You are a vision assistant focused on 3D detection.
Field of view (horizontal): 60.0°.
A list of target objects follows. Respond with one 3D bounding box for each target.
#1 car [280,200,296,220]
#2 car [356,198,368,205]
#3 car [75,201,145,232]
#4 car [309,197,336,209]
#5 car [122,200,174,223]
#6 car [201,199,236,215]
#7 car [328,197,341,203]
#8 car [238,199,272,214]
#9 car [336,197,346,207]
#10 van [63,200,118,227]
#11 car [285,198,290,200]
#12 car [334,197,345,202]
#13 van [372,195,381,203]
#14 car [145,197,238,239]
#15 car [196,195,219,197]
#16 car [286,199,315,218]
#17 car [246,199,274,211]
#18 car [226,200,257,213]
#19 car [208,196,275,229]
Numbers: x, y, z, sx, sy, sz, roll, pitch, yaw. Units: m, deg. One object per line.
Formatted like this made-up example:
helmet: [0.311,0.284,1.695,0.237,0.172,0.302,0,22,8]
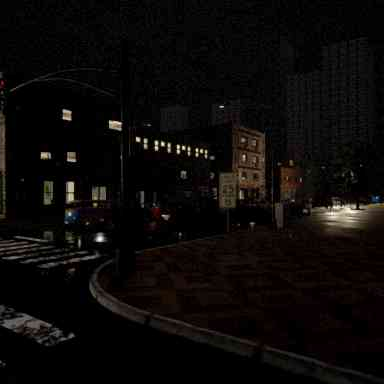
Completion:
car: [6.550,1.616,26.783,1.887,1.381,4.507,-1,-1,35]
car: [32.083,1.801,62.853,2.008,1.369,4.403,-1,-1,35]
car: [-4.558,1.539,21.112,1.882,1.535,5.008,0,0,35]
car: [19.505,1.536,49.560,2.097,1.767,4.553,0,0,35]
car: [-3.484,1.531,27.114,1.967,1.590,4.097,-1,-1,35]
car: [2.900,1.570,36.133,1.967,1.590,4.097,-1,-1,35]
car: [34.816,1.915,81.219,2.008,1.369,4.403,-1,-1,35]
car: [7.181,1.609,37.673,1.882,1.535,5.008,0,0,36]
car: [25.373,1.829,57.851,1.895,1.301,4.718,0,0,36]
van: [-6.675,1.414,22.607,1.690,1.788,3.998,-1,0,35]
car: [15.567,1.742,54.027,1.752,1.417,4.829,-1,-1,35]
car: [38.007,1.936,85.728,1.887,1.381,4.507,-1,-1,35]
van: [44.848,1.694,80.891,1.690,1.788,3.998,-1,-1,35]
car: [0.166,1.350,17.767,2.192,1.841,5.009,-1,-1,35]
car: [1.142,1.315,29.161,2.150,2.045,5.566,0,0,35]
car: [9.742,1.657,31.292,1.947,1.339,4.313,-1,-1,35]
car: [9.283,1.723,45.149,2.008,1.369,4.403,-1,-1,35]
car: [6.091,1.701,40.640,2.008,1.369,4.403,-1,-1,35]
car: [3.357,1.368,22.276,2.192,1.841,5.009,-1,-1,35]
